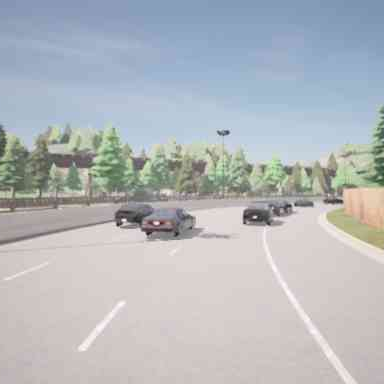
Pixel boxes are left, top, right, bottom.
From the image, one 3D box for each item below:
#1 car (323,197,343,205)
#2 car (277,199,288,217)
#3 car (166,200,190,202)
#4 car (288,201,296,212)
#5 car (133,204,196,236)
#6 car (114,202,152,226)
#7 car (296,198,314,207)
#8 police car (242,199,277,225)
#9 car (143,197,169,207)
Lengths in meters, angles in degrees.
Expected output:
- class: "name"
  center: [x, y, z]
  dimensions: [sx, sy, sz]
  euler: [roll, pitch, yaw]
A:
- class: "car"
  center: [26.243, 1.604, 61.878]
  dimensions: [5.008, 1.535, 1.882]
  euler: [0, 0, -42]
- class: "car"
  center: [7.845, 1.557, 32.556]
  dimensions: [1.837, 1.490, 4.892]
  euler: [0, 0, 23]
- class: "car"
  center: [-2.237, 1.392, 53.400]
  dimensions: [2.097, 1.767, 4.553]
  euler: [0, 0, 32]
- class: "car"
  center: [10.001, 1.540, 37.300]
  dimensions: [1.882, 1.535, 5.008]
  euler: [0, 0, 26]
- class: "car"
  center: [-1.179, 1.560, 18.560]
  dimensions: [2.033, 1.411, 5.357]
  euler: [0, 0, 13]
- class: "car"
  center: [-3.624, 1.513, 22.992]
  dimensions: [1.837, 1.490, 4.892]
  euler: [0, 0, 14]
- class: "car"
  center: [17.488, 1.661, 51.998]
  dimensions: [1.994, 1.385, 4.181]
  euler: [0, 0, 39]
- class: "police car"
  center: [4.921, 1.461, 24.498]
  dimensions: [1.930, 1.638, 5.238]
  euler: [0, 0, 17]
- class: "car"
  center: [-5.839, 1.592, 54.205]
  dimensions: [1.994, 1.385, 4.181]
  euler: [0, 0, 31]
